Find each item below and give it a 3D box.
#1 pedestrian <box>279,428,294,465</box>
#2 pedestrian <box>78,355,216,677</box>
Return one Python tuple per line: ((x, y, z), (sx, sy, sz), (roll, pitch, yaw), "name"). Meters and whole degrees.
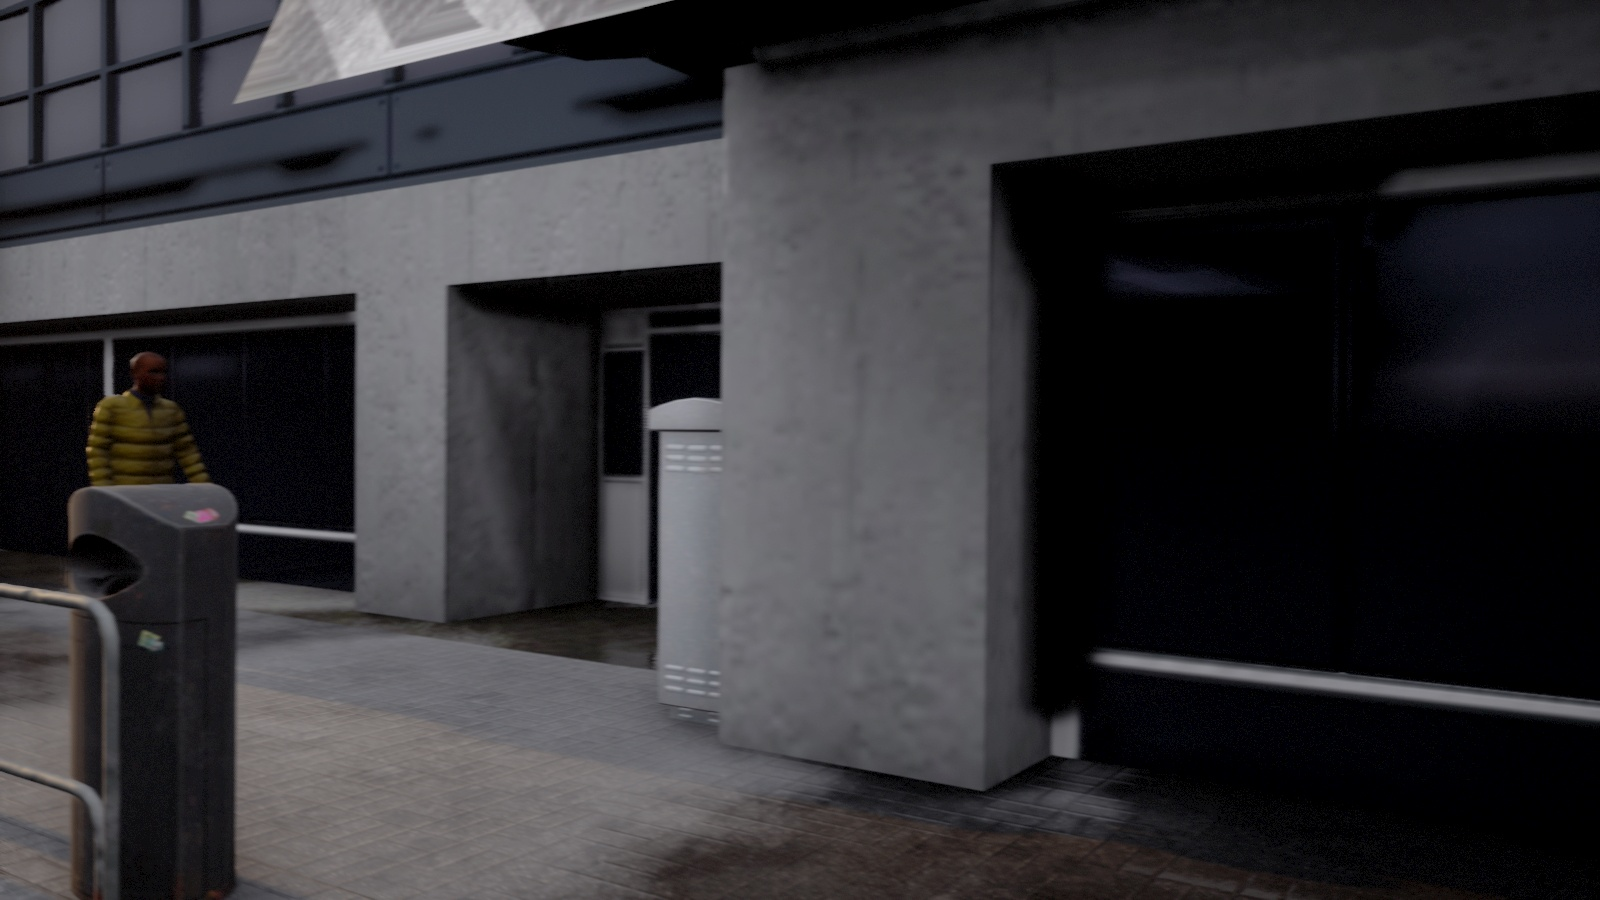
((-25.778, -0.189, 63.078), (0.594, 1.836, 0.345), (-1, 1, -42), "pedestrian")
((-3.892, 0.374, 7.481), (0.726, 1.835, 0.370), (0, 1, 30), "pedestrian")
